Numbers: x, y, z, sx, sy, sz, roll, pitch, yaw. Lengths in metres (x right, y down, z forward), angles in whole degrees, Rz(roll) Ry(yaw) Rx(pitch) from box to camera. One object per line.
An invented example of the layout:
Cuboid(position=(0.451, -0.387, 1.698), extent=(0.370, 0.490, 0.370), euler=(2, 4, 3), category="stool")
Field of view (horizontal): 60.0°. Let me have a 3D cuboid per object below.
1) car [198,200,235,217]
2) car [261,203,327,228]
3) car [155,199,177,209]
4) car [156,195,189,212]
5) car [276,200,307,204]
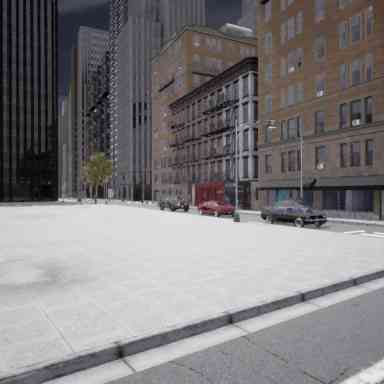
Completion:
Cuboid(position=(2.321, 1.608, 32.490), extent=(1.882, 1.535, 5.008), euler=(0, 0, -26), category="car")
Cuboid(position=(6.953, 1.676, 23.092), extent=(1.895, 1.301, 4.718), euler=(0, 0, -26), category="car")
Cuboid(position=(-4.092, 1.802, 51.628), extent=(1.994, 1.385, 4.181), euler=(0, 0, -26), category="car")
Cuboid(position=(-2.360, 1.412, 42.017), extent=(2.150, 2.045, 5.566), euler=(0, 0, -27), category="car")
Cuboid(position=(7.737, 1.437, 27.550), extent=(2.097, 1.767, 4.553), euler=(0, 0, -26), category="car")
